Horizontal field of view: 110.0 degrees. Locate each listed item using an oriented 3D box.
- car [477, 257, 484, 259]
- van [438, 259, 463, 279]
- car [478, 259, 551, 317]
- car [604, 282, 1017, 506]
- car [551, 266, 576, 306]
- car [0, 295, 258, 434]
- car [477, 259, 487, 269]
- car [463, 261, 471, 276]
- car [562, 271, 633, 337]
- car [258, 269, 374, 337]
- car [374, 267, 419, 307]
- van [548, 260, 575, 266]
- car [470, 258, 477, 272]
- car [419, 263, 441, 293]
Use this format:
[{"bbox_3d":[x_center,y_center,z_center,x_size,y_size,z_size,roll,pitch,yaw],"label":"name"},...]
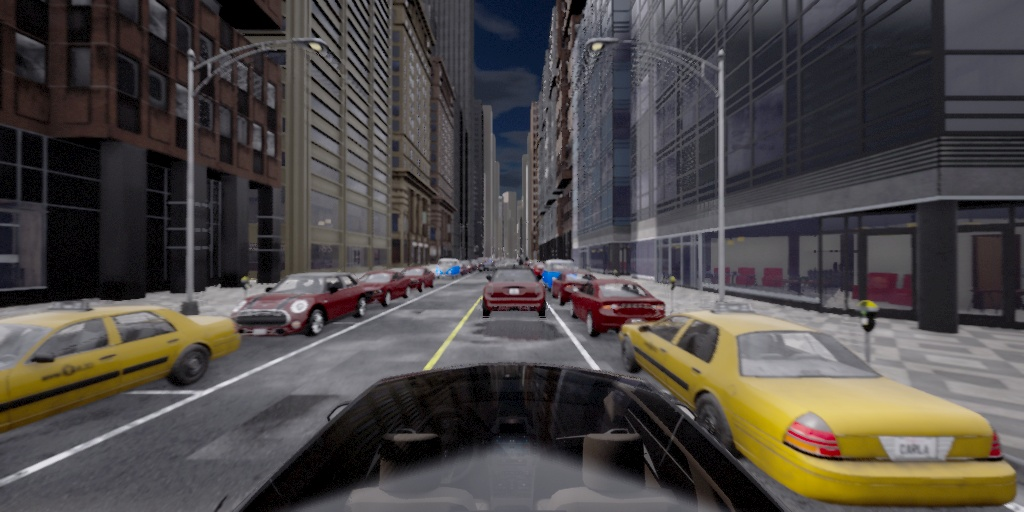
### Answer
[{"bbox_3d":[-5.791,1.297,54.998,1.967,1.591,4.097,0,0,0],"label":"car"},{"bbox_3d":[-5.779,1.153,32.592,1.690,1.789,3.998,0,0,0],"label":"van"},{"bbox_3d":[0.076,1.126,13.398,2.097,1.767,4.553,0,0,0],"label":"car"},{"bbox_3d":[2.761,1.281,4.765,1.751,1.417,4.829,0,0,0],"label":"car"},{"bbox_3d":[2.755,1.323,15.799,1.888,1.381,4.507,0,0,0],"label":"car"},{"bbox_3d":[-5.764,1.281,4.412,1.751,1.417,4.829,0,0,0],"label":"car"},{"bbox_3d":[-3.108,1.400,44.818,1.994,1.385,4.181,0,0,0],"label":"car"},{"bbox_3d":[-5.782,1.405,38.193,1.802,1.307,4.207,0,0,0],"label":"car"},{"bbox_3d":[2.758,1.312,10.197,1.888,1.381,4.507,0,0,0],"label":"car"},{"bbox_3d":[-5.767,1.207,10.184,1.967,1.591,4.097,0,0,0],"label":"car"},{"bbox_3d":[-5.770,1.323,15.786,1.888,1.381,4.507,0,0,0],"label":"car"},{"bbox_3d":[2.752,1.130,21.401,1.690,1.789,3.998,0,0,0],"label":"van"},{"bbox_3d":[-5.785,1.274,43.795,1.967,1.591,4.097,0,0,0],"label":"car"},{"bbox_3d":[-5.773,1.334,21.388,1.888,1.381,4.507,0,0,0],"label":"car"}]
